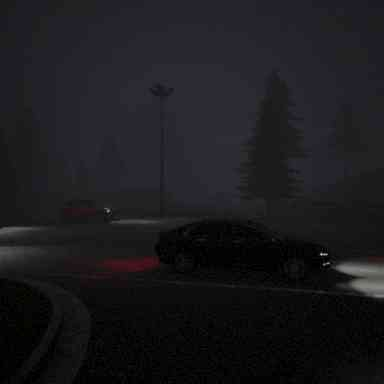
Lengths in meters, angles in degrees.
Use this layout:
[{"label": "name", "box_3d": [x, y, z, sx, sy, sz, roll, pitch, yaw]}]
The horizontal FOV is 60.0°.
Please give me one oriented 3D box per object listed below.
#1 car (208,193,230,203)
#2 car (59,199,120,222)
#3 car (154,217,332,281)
[{"label": "car", "box_3d": [5.699, 1.211, 69.581, 2.150, 2.045, 5.566, 0, 0, -33]}, {"label": "car", "box_3d": [-8.013, 1.347, 26.217, 4.553, 1.767, 2.097, 0, 0, 14]}, {"label": "car", "box_3d": [1.354, 1.505, 9.535, 4.892, 1.490, 1.837, 0, 0, 14]}]
